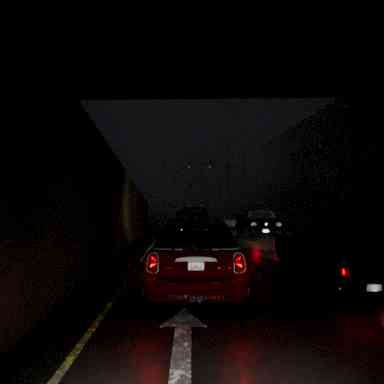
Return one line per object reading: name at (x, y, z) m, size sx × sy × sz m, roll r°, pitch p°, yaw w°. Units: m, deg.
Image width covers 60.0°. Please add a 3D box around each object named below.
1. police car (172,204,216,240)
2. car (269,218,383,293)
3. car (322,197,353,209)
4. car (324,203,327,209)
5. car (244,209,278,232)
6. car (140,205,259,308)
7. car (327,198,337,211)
police car at (0.084, 1.499, 18.029) m, size 2.038 × 1.542 × 4.974 m, roll 0°, pitch 0°, yaw 0°
car at (3.602, 1.600, 8.776) m, size 1.895 × 1.301 × 4.718 m, roll 0°, pitch 0°, yaw 0°
car at (17.552, 1.291, 39.962) m, size 1.853 × 1.218 × 4.536 m, roll 0°, pitch 0°, yaw 45°
car at (17.516, 1.448, 39.925) m, size 2.038 × 1.542 × 4.974 m, roll 0°, pitch 0°, yaw 45°
car at (3.587, 1.599, 18.373) m, size 1.895 × 1.301 × 4.718 m, roll 0°, pitch 0°, yaw 0°
car at (0.079, 1.351, 8.086) m, size 2.097 × 1.767 × 4.553 m, roll 0°, pitch 0°, yaw 0°
car at (17.414, 1.449, 35.318) m, size 2.038 × 1.542 × 4.974 m, roll 0°, pitch 0°, yaw -35°
